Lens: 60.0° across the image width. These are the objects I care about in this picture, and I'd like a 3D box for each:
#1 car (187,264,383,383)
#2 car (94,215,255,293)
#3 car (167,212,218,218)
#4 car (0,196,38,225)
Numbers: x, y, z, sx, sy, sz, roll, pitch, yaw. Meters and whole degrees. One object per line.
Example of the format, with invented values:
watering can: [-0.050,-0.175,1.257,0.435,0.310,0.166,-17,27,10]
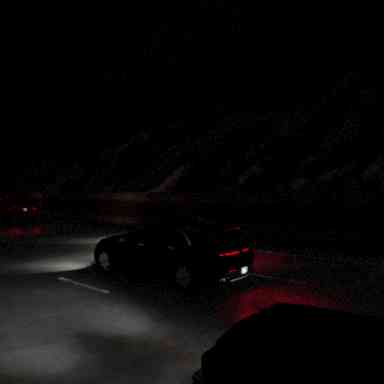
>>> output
car: [2.339,1.606,2.388,4.718,1.301,1.895,0,0,35]
car: [-0.702,1.546,9.095,4.892,1.490,1.837,0,0,38]
car: [-0.423,1.537,13.356,5.008,1.535,1.882,0,0,39]
car: [-13.957,1.367,26.168,2.150,2.045,5.566,0,0,-43]
